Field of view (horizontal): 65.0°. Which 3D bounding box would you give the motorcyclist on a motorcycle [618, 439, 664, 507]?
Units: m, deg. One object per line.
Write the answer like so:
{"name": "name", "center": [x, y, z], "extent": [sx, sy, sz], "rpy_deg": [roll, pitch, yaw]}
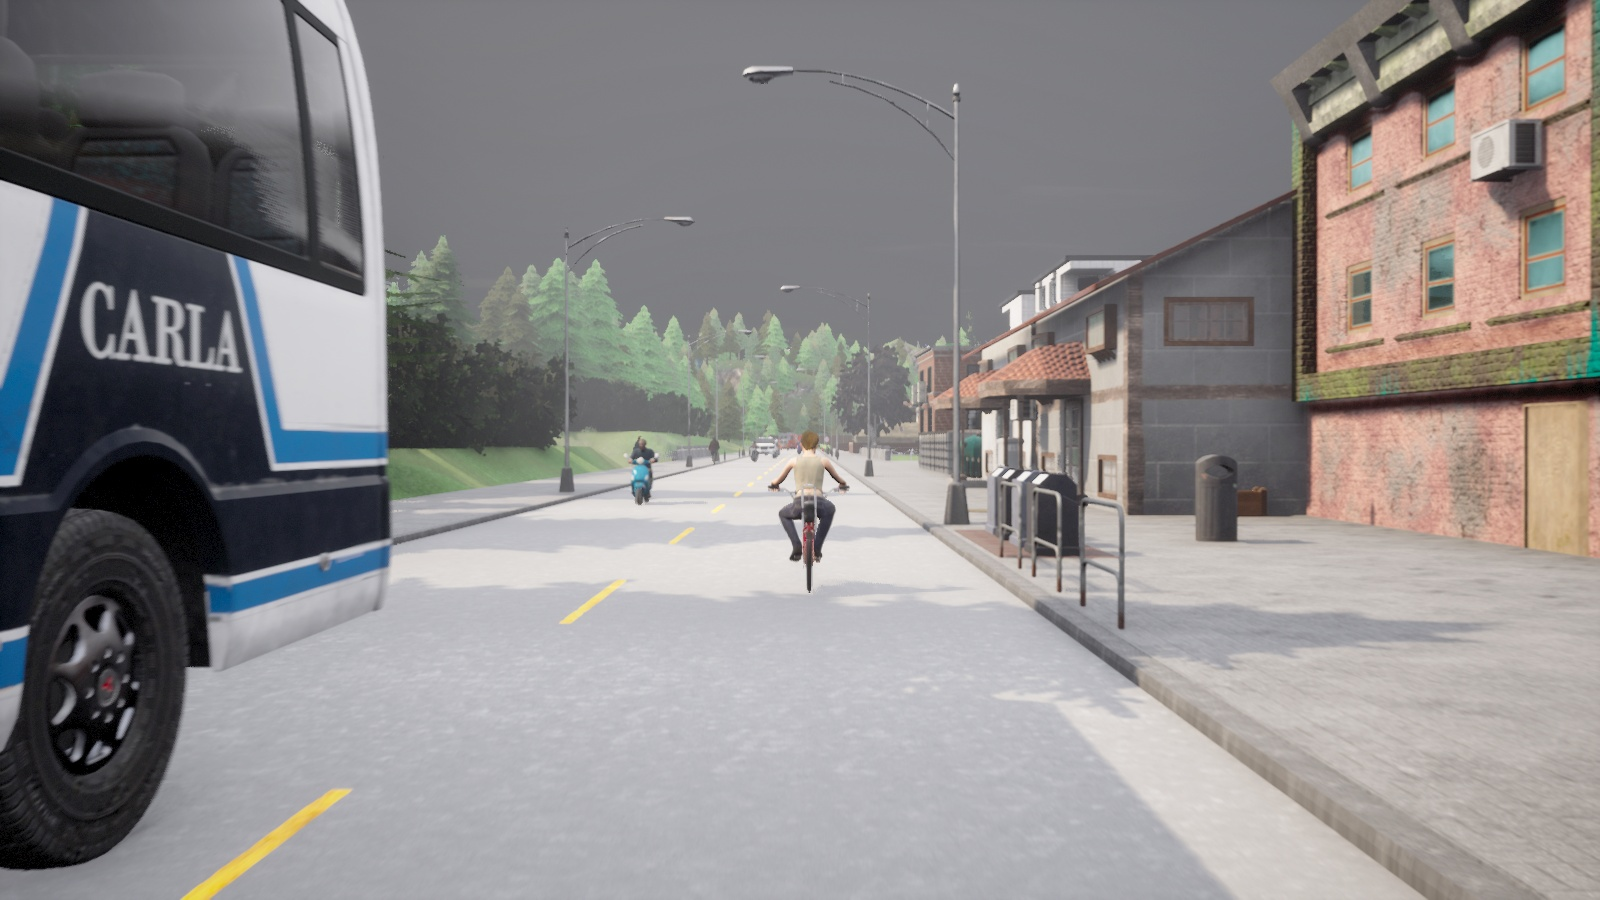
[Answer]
{"name": "motorcyclist on a motorcycle", "center": [-3.816, 0.526, 30.253], "extent": [0.866, 1.590, 1.817], "rpy_deg": [0, 1, 0]}

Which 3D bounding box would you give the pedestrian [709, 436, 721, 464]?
{"name": "pedestrian", "center": [-5.665, -0.020, 83.300], "extent": [0.634, 1.844, 0.899], "rpy_deg": [0, 0, 7]}

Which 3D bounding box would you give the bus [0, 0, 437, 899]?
{"name": "bus", "center": [-3.974, -0.643, 1.696], "extent": [3.944, 4.253, 10.273], "rpy_deg": [0, 0, 0]}

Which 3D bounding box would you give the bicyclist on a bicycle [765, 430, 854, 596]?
{"name": "bicyclist on a bicycle", "center": [0.092, 0.610, 12.985], "extent": [0.866, 1.612, 1.509], "rpy_deg": [0, 0, 0]}
